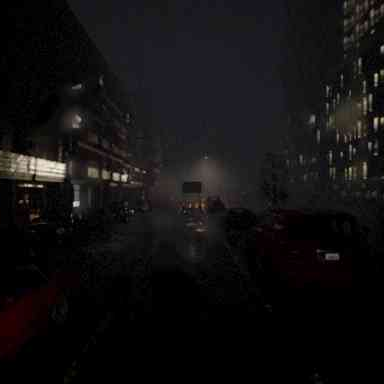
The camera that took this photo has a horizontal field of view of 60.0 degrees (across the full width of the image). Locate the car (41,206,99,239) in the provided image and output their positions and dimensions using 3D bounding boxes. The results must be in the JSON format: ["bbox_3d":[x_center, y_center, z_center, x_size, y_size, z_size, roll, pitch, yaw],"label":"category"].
[{"bbox_3d":[-5.694,1.458,14.280,1.967,1.590,4.097,0,0,0],"label":"car"}]

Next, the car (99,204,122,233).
[{"bbox_3d":[-5.693,1.607,19.807,1.802,1.307,4.206,0,0,0],"label":"car"}]

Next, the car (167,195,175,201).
[{"bbox_3d":[-5.686,1.625,91.652,1.967,1.590,4.097,0,0,0],"label":"car"}]

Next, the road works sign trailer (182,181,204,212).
[{"bbox_3d":[0.004,0.520,39.912,2.380,3.560,2.880,0,0,0],"label":"road works sign trailer"}]

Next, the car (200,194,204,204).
[{"bbox_3d":[2.691,1.536,58.492,1.967,1.590,4.097,0,0,0],"label":"car"}]

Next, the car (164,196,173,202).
[{"bbox_3d":[-5.686,1.703,80.600,2.008,1.369,4.403,0,0,0],"label":"car"}]

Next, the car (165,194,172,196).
[{"bbox_3d":[-5.688,1.648,69.377,1.752,1.417,4.829,0,0,0],"label":"car"}]

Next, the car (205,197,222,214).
[{"bbox_3d":[2.689,1.575,36.556,1.752,1.417,4.829,0,0,0],"label":"car"}]

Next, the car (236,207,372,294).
[{"bbox_3d":[2.685,1.325,8.752,2.192,1.841,5.009,0,0,0],"label":"car"}]

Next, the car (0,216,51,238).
[{"bbox_3d":[-5.694,1.555,8.752,1.887,1.381,4.507,0,0,0],"label":"car"}]

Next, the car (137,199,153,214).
[{"bbox_3d":[-5.691,1.575,36.217,1.752,1.417,4.829,0,0,0],"label":"car"}]

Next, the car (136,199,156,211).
[{"bbox_3d":[-5.690,1.604,41.912,1.887,1.381,4.507,0,0,0],"label":"car"}]

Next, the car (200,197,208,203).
[{"bbox_3d":[2.693,1.720,75.071,1.802,1.307,4.206,0,0,0],"label":"car"}]

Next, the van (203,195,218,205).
[{"bbox_3d":[2.689,1.401,41.912,1.690,1.788,3.998,0,0,0],"label":"van"}]

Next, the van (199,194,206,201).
[{"bbox_3d":[2.693,1.509,86.126,1.690,1.788,3.998,0,0,0],"label":"van"}]

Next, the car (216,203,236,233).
[{"bbox_3d":[2.687,1.569,19.806,1.887,1.381,4.507,0,0,0],"label":"car"}]

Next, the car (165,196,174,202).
[{"bbox_3d":[-5.686,1.719,86.127,2.008,1.369,4.403,0,0,0],"label":"car"}]

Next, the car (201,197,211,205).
[{"bbox_3d":[2.692,1.635,64.189,1.752,1.417,4.829,0,0,0],"label":"car"}]

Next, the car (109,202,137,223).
[{"bbox_3d":[-5.693,1.472,25.333,1.967,1.590,4.097,0,0,0],"label":"car"}]

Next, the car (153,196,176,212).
[{"bbox_3d":[-3.087,1.548,39.625,2.128,1.511,4.902,0,0,0],"label":"car"}]

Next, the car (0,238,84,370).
[{"bbox_3d":[-3.082,1.606,4.202,1.895,1.301,4.718,0,0,0],"label":"car"}]
